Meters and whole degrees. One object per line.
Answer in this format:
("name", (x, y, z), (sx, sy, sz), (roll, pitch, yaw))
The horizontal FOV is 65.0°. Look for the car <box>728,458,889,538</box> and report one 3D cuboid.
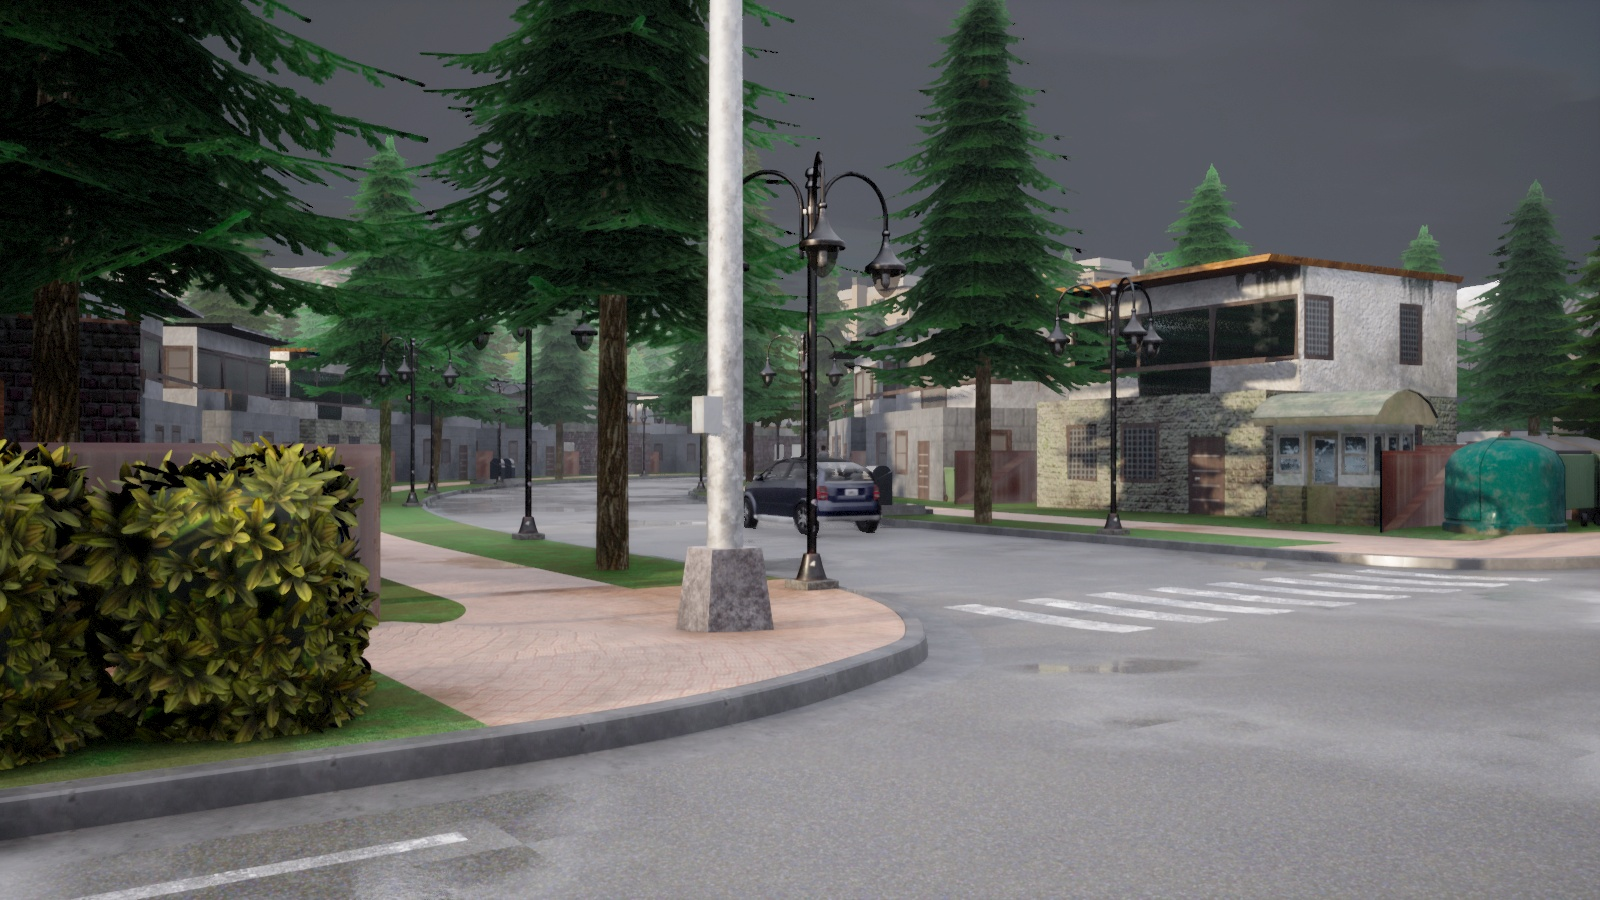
("car", (0.106, 0.944, 26.624), (1.789, 1.549, 3.705), (0, 0, -30))
